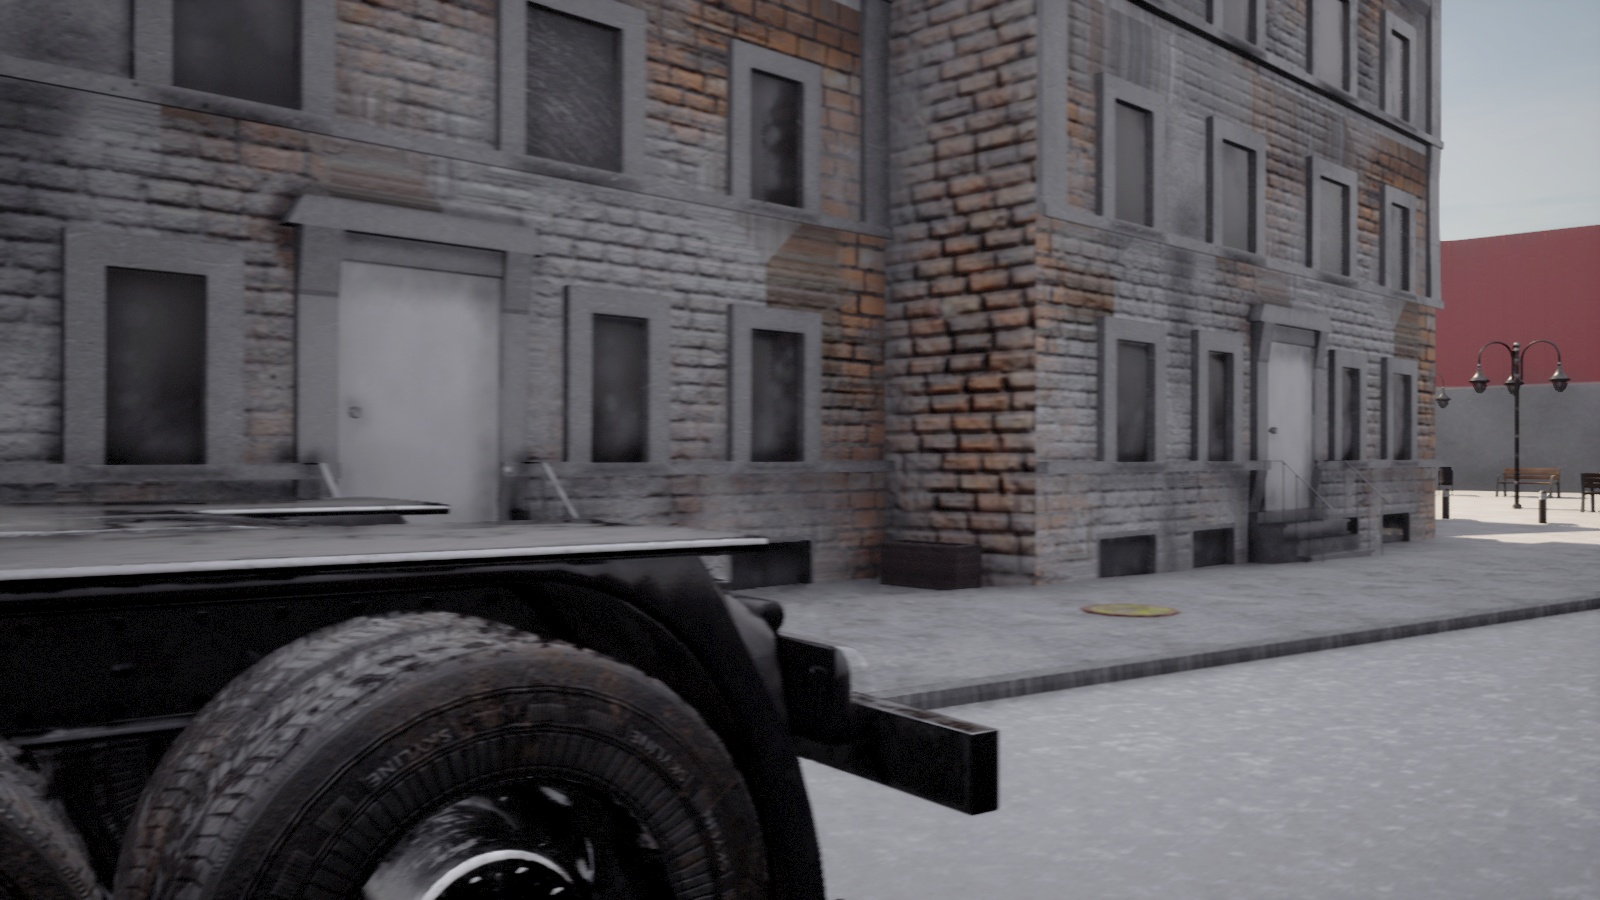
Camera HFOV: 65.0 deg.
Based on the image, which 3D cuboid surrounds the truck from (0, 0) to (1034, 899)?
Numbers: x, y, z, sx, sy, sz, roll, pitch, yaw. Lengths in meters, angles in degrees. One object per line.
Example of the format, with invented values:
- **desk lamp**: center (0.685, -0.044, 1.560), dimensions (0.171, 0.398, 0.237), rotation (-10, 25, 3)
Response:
- **truck**: center (-3.549, -0.225, 1.801), dimensions (7.936, 3.462, 2.891), rotation (0, 0, -35)
